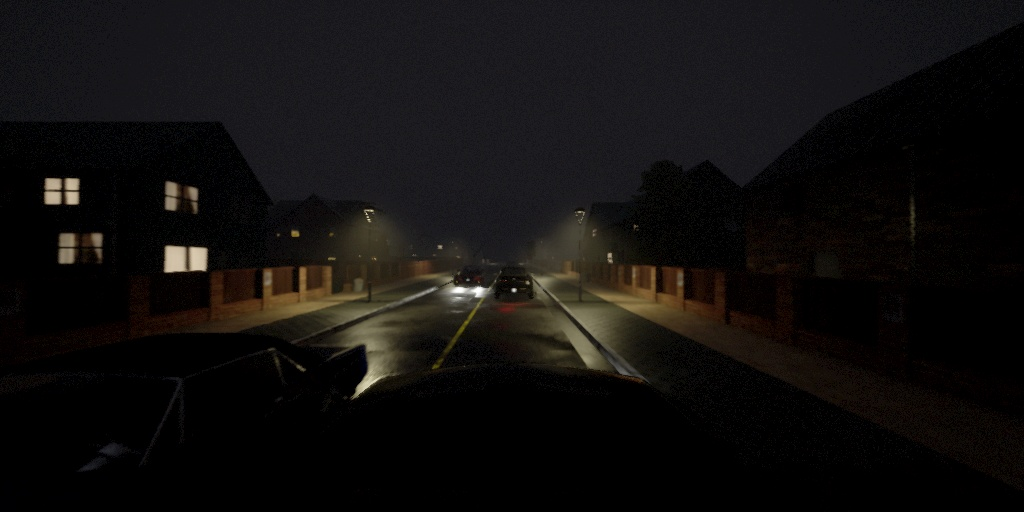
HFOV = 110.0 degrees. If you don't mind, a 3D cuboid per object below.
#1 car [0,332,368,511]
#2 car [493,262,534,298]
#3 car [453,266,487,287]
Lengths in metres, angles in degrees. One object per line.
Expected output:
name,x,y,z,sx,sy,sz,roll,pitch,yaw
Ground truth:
car,-2.816,1.352,2.447,1.895,1.301,4.718,0,0,0
car,0.092,1.290,18.728,1.837,1.490,4.892,0,0,0
car,-2.858,1.363,25.178,1.994,1.385,4.181,0,0,0
